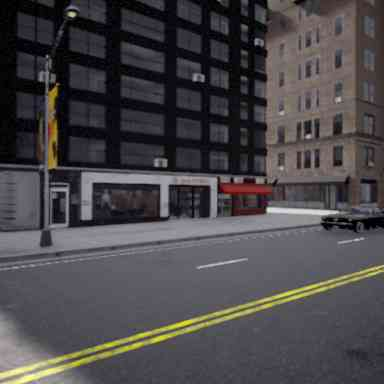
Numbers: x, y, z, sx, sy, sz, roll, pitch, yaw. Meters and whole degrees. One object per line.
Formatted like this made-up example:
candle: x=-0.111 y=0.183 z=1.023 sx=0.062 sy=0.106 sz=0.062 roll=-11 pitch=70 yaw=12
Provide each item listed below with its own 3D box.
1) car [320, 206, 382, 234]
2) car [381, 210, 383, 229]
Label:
car: x=9.096 y=1.446 z=18.161 sx=4.718 sy=1.301 sz=1.895 roll=-1 pitch=0 yaw=-36
car: x=11.118 y=1.445 z=15.610 sx=4.718 sy=1.301 sz=1.895 roll=-1 pitch=0 yaw=-36
